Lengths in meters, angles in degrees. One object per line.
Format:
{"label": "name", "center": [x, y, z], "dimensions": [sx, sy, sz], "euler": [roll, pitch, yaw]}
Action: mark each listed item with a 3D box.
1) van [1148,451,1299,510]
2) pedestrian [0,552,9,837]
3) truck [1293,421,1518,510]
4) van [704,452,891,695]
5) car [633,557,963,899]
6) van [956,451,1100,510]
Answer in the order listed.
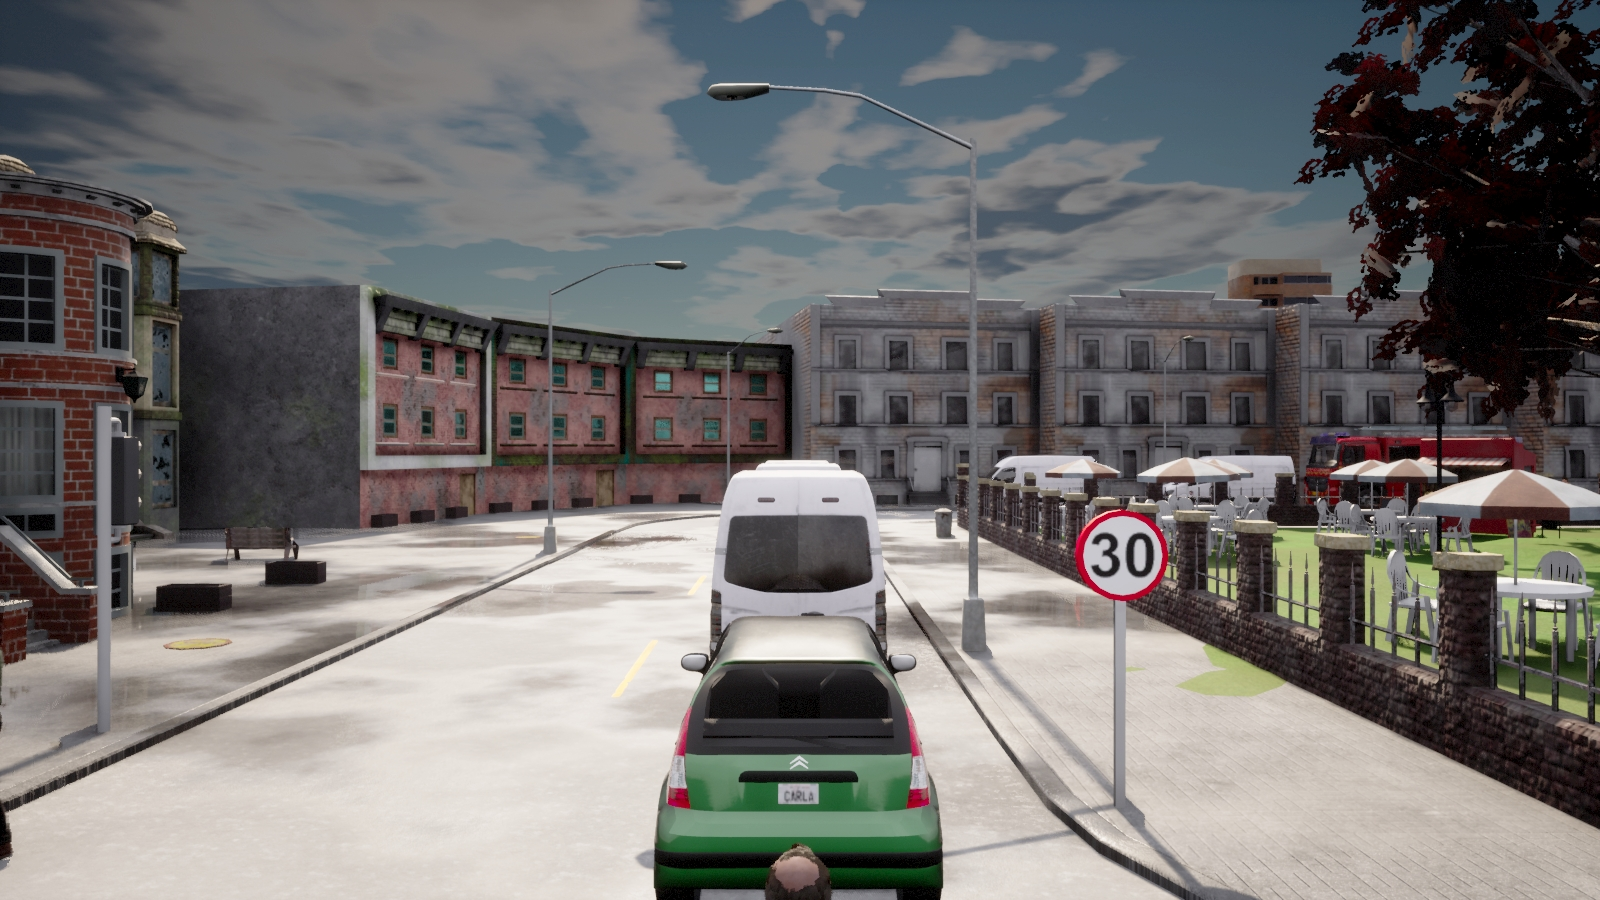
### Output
{"label": "van", "center": [18.650, 1.314, 50.452], "dimensions": [5.915, 2.561, 1.988], "euler": [0, 0, 0]}
{"label": "pedestrian", "center": [-5.512, 1.629, 7.597], "dimensions": [0.375, 1.860, 0.375], "euler": [0, 0, -40]}
{"label": "truck", "center": [26.739, 0.670, 50.713], "dimensions": [8.468, 3.827, 2.891], "euler": [0, 0, 0]}
{"label": "van", "center": [-0.025, 1.315, 15.105], "dimensions": [1.988, 2.561, 5.915], "euler": [0, 0, 0]}
{"label": "car", "center": [-0.015, 1.779, 8.404], "dimensions": [1.851, 1.617, 3.988], "euler": [0, 0, 0]}
{"label": "van", "center": [10.002, 1.315, 50.429], "dimensions": [5.915, 2.561, 1.988], "euler": [0, 0, 0]}
